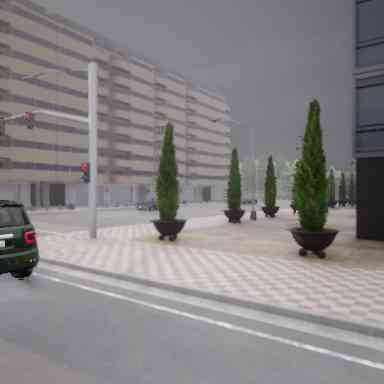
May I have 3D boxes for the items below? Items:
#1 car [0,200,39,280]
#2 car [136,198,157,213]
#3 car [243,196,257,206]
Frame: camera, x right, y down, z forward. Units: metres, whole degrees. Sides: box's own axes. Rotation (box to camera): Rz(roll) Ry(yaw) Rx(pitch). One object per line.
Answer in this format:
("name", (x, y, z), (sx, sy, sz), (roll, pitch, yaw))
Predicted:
("car", (-6.181, 1.218, 8.936), (5.566, 2.045, 2.150), (0, 0, 41))
("car", (-4.032, 1.426, 36.887), (2.128, 1.511, 4.902), (0, 0, 36))
("car", (9.006, 1.412, 54.669), (1.882, 1.535, 5.008), (0, 0, 36))
